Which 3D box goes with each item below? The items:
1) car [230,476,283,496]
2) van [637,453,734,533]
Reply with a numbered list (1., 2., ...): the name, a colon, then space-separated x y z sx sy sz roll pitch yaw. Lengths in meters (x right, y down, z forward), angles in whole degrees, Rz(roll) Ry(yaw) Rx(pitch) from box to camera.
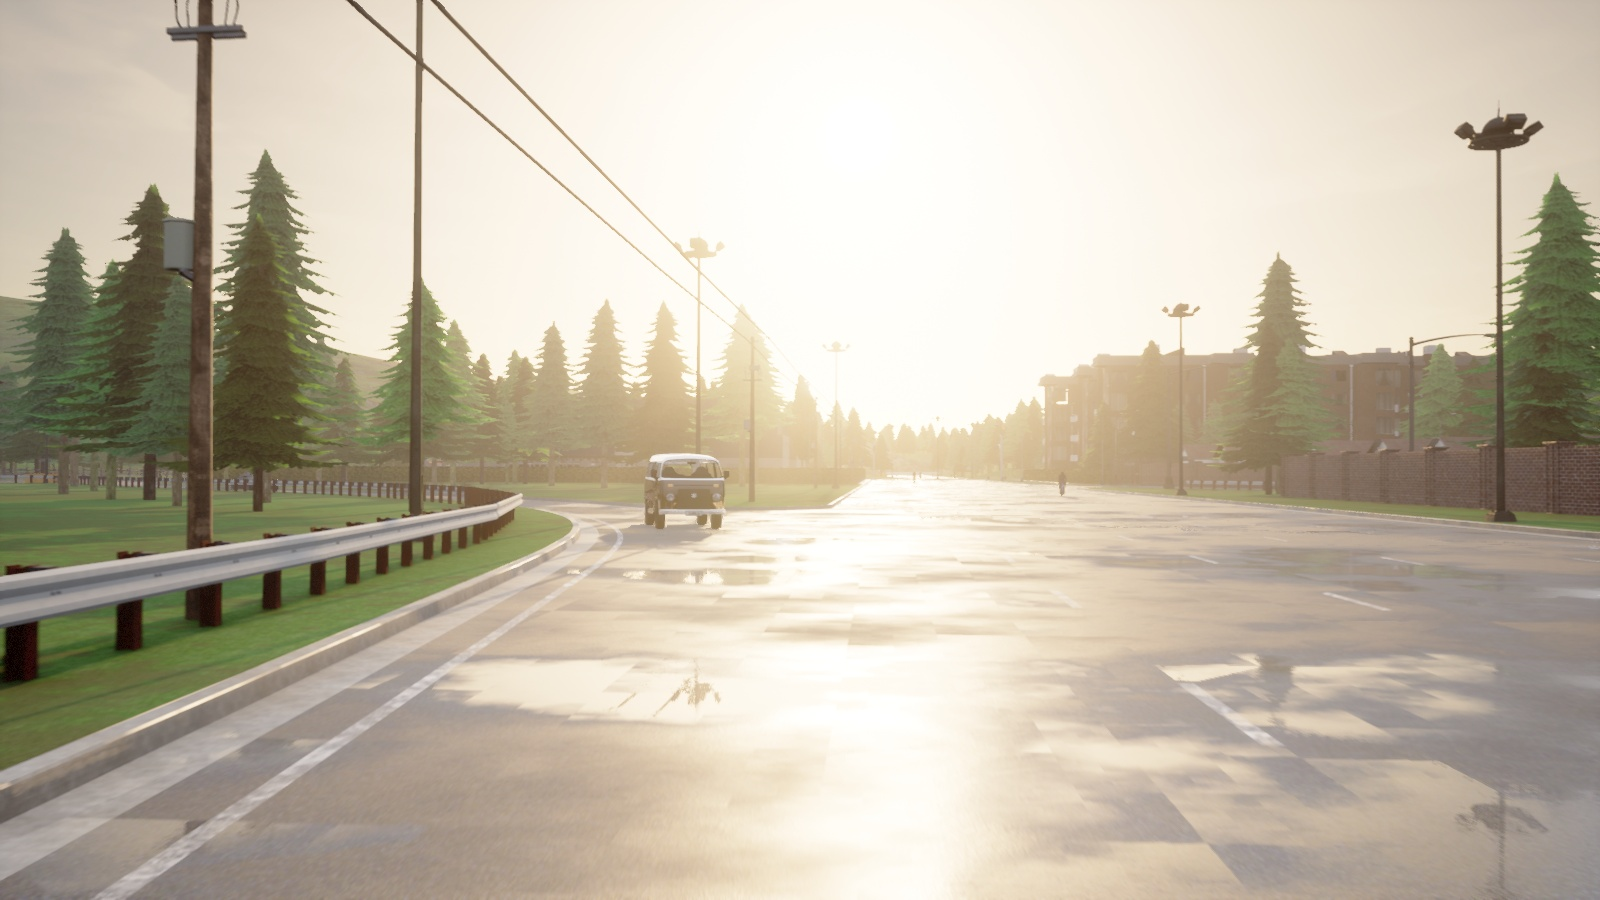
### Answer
1. car: -38.049 2.505 87.874 4.181 1.385 1.994 -1 -1 44
2. van: -3.209 1.127 34.418 2.069 2.038 4.480 0 -1 -13
